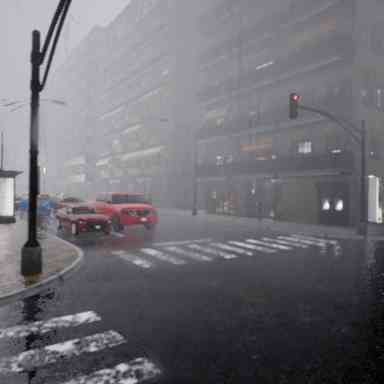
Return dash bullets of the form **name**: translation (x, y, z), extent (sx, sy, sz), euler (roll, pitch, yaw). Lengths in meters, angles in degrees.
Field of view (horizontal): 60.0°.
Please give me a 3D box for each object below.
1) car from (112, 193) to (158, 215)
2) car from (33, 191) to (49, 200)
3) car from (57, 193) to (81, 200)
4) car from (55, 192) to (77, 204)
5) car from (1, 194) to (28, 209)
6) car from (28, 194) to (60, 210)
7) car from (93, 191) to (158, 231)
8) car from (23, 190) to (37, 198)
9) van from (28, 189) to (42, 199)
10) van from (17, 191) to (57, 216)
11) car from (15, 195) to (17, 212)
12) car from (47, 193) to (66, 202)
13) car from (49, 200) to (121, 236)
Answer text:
- **car**: translation (-5.379, 1.057, 30.887), extent (2.192, 1.841, 5.009), euler (2, -1, -36)
- **car**: translation (-28.689, 0.647, 63.110), extent (1.752, 1.417, 4.829), euler (2, -1, -36)
- **car**: translation (-9.956, 1.114, 27.308), extent (1.882, 1.535, 5.008), euler (1, 0, -36)
- **car**: translation (-18.642, 0.829, 49.222), extent (1.967, 1.590, 4.097), euler (2, -1, -36)
- **car**: translation (-18.801, 0.953, 35.136), extent (1.887, 1.381, 4.507), euler (2, -1, -36)
- **car**: translation (-15.873, 1.026, 35.500), extent (2.033, 1.411, 5.357), euler (1, 0, -36)
- **car**: translation (-4.067, 1.015, 19.172), extent (2.150, 2.045, 5.566), euler (1, 0, -36)
- **car**: translation (-35.215, 0.388, 72.141), extent (1.967, 1.590, 4.097), euler (2, -1, -36)
- **van**: translation (-31.897, 0.377, 67.557), extent (1.690, 1.788, 3.998), euler (2, -1, -36)
- **van**: translation (-12.164, 0.926, 25.970), extent (1.690, 1.788, 3.998), euler (2, -1, -36)
- **car**: translation (-15.486, 1.041, 30.553), extent (1.887, 1.381, 4.507), euler (2, -1, -36)
- **car**: translation (-21.961, 0.866, 53.804), extent (1.947, 1.339, 4.313), euler (2, -1, -36)
- **car**: translation (-5.543, 1.306, 16.802), extent (1.887, 1.381, 4.507), euler (2, -1, -36)
